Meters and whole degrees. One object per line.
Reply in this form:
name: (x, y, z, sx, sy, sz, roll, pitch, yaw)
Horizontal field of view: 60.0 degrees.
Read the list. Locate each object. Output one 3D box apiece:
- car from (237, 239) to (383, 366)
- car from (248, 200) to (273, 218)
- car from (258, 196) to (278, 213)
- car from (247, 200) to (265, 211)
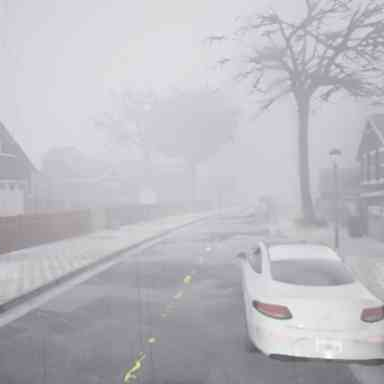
car: (1.815, 1.569, 5.984, 1.812, 1.442, 4.674, -1, -1, 7)
car: (6.789, 1.814, 33.295, 1.812, 1.442, 4.674, -1, -1, 16)
car: (9.737, 1.583, 42.928, 2.150, 2.045, 5.566, -1, -1, 20)
car: (9.627, 1.964, 49.919, 1.812, 1.442, 4.674, -1, -1, 22)
